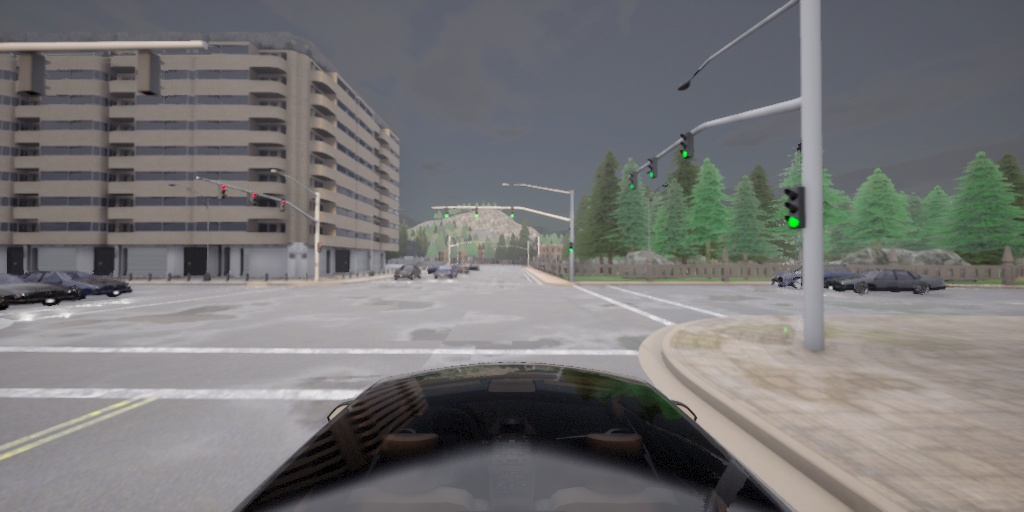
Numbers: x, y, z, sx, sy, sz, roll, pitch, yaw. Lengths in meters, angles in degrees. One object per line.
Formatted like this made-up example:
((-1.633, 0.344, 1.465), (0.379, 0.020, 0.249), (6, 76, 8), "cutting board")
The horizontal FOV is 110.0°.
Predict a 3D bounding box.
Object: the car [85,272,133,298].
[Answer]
((-22.346, 1.441, 17.850), (5.357, 1.411, 2.033), (0, -1, 0), "car")

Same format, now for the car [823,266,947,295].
((21.337, 1.476, 20.725), (5.357, 1.411, 2.033), (0, -1, 7), "car")

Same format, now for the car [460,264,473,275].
((-7.094, 1.911, 50.237), (1.994, 1.385, 4.181), (0, -1, 0), "car")

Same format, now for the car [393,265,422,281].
((-10.597, 1.684, 36.696), (1.837, 1.490, 4.892), (0, 0, 0), "car")

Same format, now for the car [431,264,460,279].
((-7.097, 1.732, 38.718), (1.812, 1.442, 4.674), (0, -1, 0), "car")

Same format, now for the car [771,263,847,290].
((20.235, 1.323, 24.156), (4.553, 1.767, 2.097), (0, -1, 7), "car")

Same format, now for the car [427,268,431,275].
((-10.593, 1.954, 50.692), (1.895, 1.301, 4.718), (0, -1, 0), "car")

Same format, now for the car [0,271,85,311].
((-21.024, 1.397, 14.313), (5.357, 1.411, 2.033), (0, -1, 1), "car")
